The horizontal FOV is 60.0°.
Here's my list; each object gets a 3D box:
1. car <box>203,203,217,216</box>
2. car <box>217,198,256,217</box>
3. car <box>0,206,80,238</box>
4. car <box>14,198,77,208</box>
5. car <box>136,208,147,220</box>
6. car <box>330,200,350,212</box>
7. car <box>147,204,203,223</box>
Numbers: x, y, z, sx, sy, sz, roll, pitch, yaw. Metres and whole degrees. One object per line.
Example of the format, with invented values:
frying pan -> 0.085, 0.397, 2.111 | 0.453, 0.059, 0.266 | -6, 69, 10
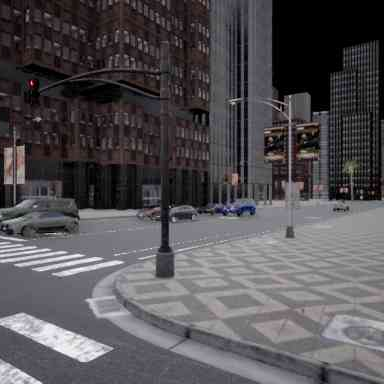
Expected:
car -> 2.773, 2.075, 40.648 | 2.033, 1.411, 5.357 | 0, -1, 35
car -> 5.572, 1.757, 38.969 | 2.150, 2.045, 5.566 | 0, -1, 35
car -> -8.585, 1.742, 18.935 | 1.994, 1.385, 4.181 | 0, -1, 35
car -> -10.264, 1.423, 22.250 | 2.150, 2.045, 5.566 | 0, -1, 36
car -> -3.300, 1.899, 32.070 | 1.812, 1.442, 4.674 | 0, -1, 35
car -> 24.169, 2.430, 53.704 | 2.033, 1.411, 5.357 | 0, -1, 34
car -> -1.370, 1.866, 29.153 | 1.837, 1.490, 4.892 | 0, -1, 35
